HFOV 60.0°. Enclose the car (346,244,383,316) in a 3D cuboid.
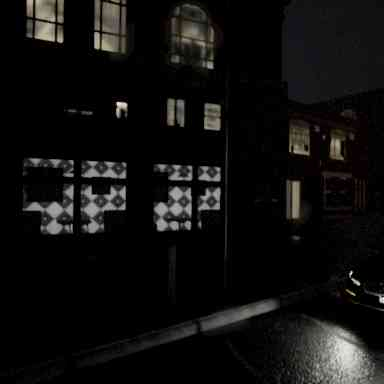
[{"bbox_3d":[5.043,1.488,6.733,4.892,1.490,1.837,0,0,-36],"label":"car"}]
